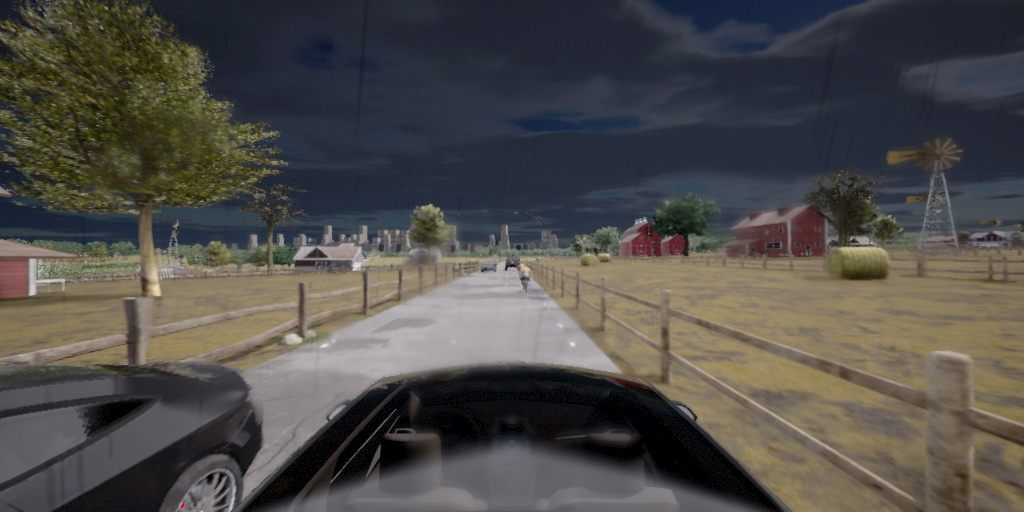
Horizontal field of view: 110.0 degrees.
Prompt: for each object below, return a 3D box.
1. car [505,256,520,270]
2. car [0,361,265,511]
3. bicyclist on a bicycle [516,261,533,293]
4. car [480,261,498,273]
[{"bbox_3d":[0.072,1.072,54.777,2.150,2.045,5.566,0,0,0],"label":"car"},{"bbox_3d":[-2.850,1.277,0.993,1.812,1.442,4.674,0,0,0],"label":"car"},{"bbox_3d":[0.765,1.196,19.723,0.866,1.612,1.509,0,0,0],"label":"bicyclist on a bicycle"},{"bbox_3d":[-2.836,1.320,44.521,1.837,1.490,4.892,0,-1,0],"label":"car"}]
